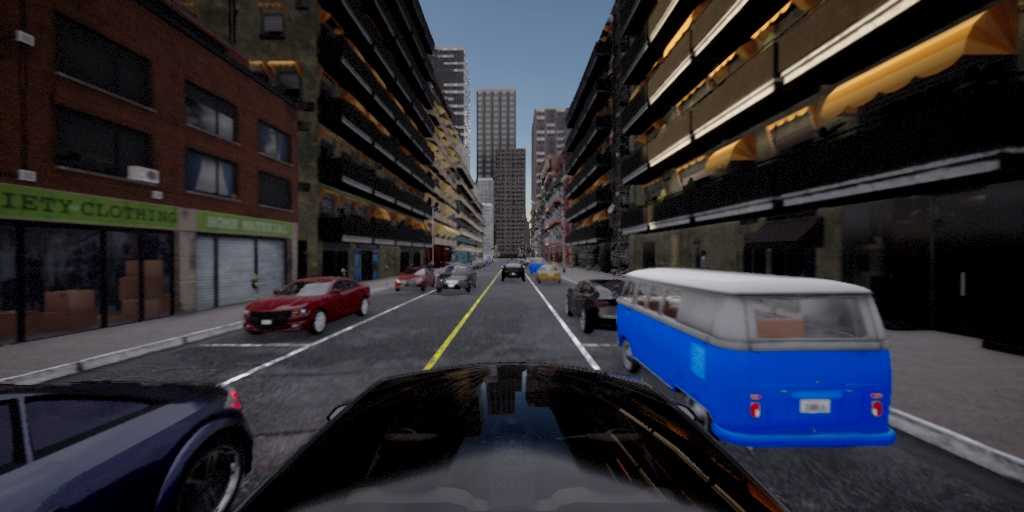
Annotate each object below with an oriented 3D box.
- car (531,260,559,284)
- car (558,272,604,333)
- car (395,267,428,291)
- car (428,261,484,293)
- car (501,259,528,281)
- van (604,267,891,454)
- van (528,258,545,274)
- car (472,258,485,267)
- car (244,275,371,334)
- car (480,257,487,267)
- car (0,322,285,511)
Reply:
[{"bbox_3d":[2.691,1.277,27.288,1.751,1.417,4.829,0,0,0],"label":"car"},{"bbox_3d":[2.690,1.316,10.548,1.948,1.339,4.313,0,0,0],"label":"car"},{"bbox_3d":[-5.690,1.332,21.608,1.802,1.307,4.207,0,0,0],"label":"car"},{"bbox_3d":[-3.072,1.242,20.696,2.128,1.511,4.902,0,0,0],"label":"car"},{"bbox_3d":[0.103,1.229,30.233,1.882,1.535,5.008,0,0,0],"label":"car"},{"bbox_3d":[2.690,1.091,5.024,1.690,1.789,3.998,0,0,0],"label":"van"},{"bbox_3d":[2.691,1.095,38.165,1.690,1.789,3.998,0,0,0],"label":"van"},{"bbox_3d":[-5.688,1.326,54.748,1.948,1.339,4.313,0,0,0],"label":"car"},{"bbox_3d":[-5.691,1.295,10.561,1.888,1.381,4.507,0,0,0],"label":"car"},{"bbox_3d":[-5.688,1.308,60.272,1.888,1.381,4.507,0,0,0],"label":"car"},{"bbox_3d":[-3.087,1.314,1.172,1.994,1.385,4.181,0,0,0],"label":"car"}]
